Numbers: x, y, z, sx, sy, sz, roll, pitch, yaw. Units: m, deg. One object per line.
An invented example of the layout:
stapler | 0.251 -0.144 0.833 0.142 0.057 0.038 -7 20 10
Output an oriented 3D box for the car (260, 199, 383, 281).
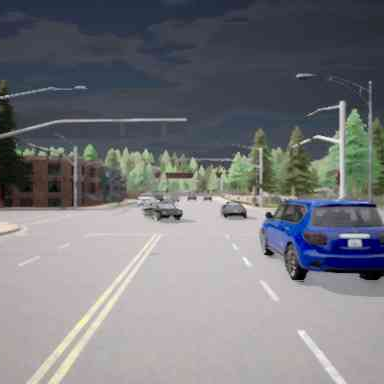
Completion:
car | 3.568 1.204 9.933 2.150 2.045 5.566 0 0 0

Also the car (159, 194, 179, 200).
car | -3.563 1.476 51.821 1.994 1.385 4.181 0 0 0

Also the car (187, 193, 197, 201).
car | -0.003 1.082 73.728 2.097 1.767 4.553 0 0 0

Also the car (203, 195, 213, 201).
car | 3.497 1.321 73.789 1.895 1.301 4.718 0 0 0

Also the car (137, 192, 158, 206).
car | -7.062 1.136 51.558 2.150 2.045 5.566 0 0 1

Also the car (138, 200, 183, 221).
car | -2.499 1.557 26.560 1.895 1.301 4.718 0 0 -26

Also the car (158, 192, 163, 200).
car | -7.003 1.017 67.988 2.150 2.045 5.566 0 0 0

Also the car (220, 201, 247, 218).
car | 3.587 1.515 29.390 1.994 1.385 4.181 0 0 0
